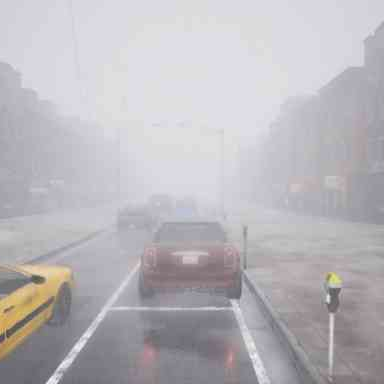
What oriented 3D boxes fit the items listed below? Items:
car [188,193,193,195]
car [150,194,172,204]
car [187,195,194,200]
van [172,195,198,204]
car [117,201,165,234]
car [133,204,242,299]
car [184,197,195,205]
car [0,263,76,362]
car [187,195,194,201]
[{"bbox_3d":[-0.404,1.302,36.607,2.192,1.841,5.009,-1,0,0],"label":"car"},{"bbox_3d":[-2.986,1.211,33.066,2.150,2.045,5.566,0,0,1],"label":"car"},{"bbox_3d":[-0.397,1.541,91.932,1.947,1.339,4.313,-1,0,0],"label":"car"},{"bbox_3d":[-0.403,1.331,25.542,1.690,1.788,3.998,-1,0,0],"label":"van"},{"bbox_3d":[-2.974,1.484,19.128,2.128,1.511,4.902,0,0,1],"label":"car"},{"bbox_3d":[-0.033,1.349,8.622,2.097,1.767,4.553,0,0,0],"label":"car"},{"bbox_3d":[-0.397,1.562,58.737,1.802,1.307,4.206,-1,0,0],"label":"car"},{"bbox_3d":[-3.021,1.453,3.982,1.801,1.575,5.366,0,0,0],"label":"car"},{"bbox_3d":[-0.398,1.541,86.399,1.947,1.339,4.313,-1,0,0],"label":"car"}]
